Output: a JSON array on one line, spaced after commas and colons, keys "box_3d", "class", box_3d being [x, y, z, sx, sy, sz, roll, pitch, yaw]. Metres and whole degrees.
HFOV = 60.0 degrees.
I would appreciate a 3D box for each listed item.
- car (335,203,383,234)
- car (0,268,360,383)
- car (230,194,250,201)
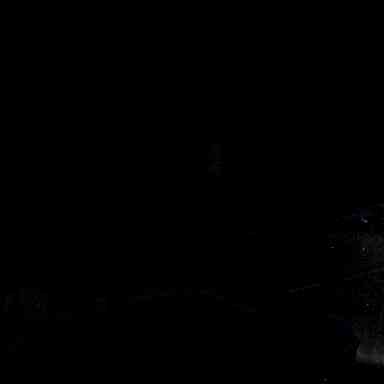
[{"box_3d": [10.302, 1.437, 19.016, 5.008, 1.535, 1.882, 0, 0, -32], "class": "car"}, {"box_3d": [-0.556, 1.544, 3.293, 5.357, 1.411, 2.033, 0, 0, -35], "class": "car"}, {"box_3d": [10.660, 1.197, 73.990, 2.033, 1.411, 5.357, 0, 0, -35], "class": "car"}]
